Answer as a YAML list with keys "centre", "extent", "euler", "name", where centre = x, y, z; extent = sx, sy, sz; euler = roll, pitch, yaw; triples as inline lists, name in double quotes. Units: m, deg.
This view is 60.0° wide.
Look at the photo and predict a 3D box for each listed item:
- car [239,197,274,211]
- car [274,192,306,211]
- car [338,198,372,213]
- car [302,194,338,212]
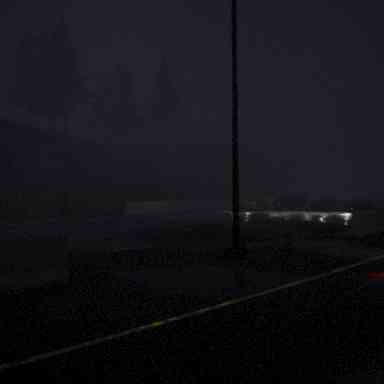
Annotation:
- centre: [6.949, 1.301, 38.177]
  extent: [1.882, 1.535, 5.008]
  euler: [0, 0, 44]
  name: "car"
- centre: [11.271, 1.011, 37.630]
  extent: [2.150, 2.045, 5.566]
  euler: [0, 0, 43]
  name: "car"
- centre: [16.527, 1.323, 33.050]
  extent: [1.994, 1.385, 4.181]
  euler: [0, 0, 43]
  name: "car"
- centre: [13.972, 1.251, 35.419]
  extent: [1.882, 1.535, 5.008]
  euler: [0, 0, 43]
  name: "car"
